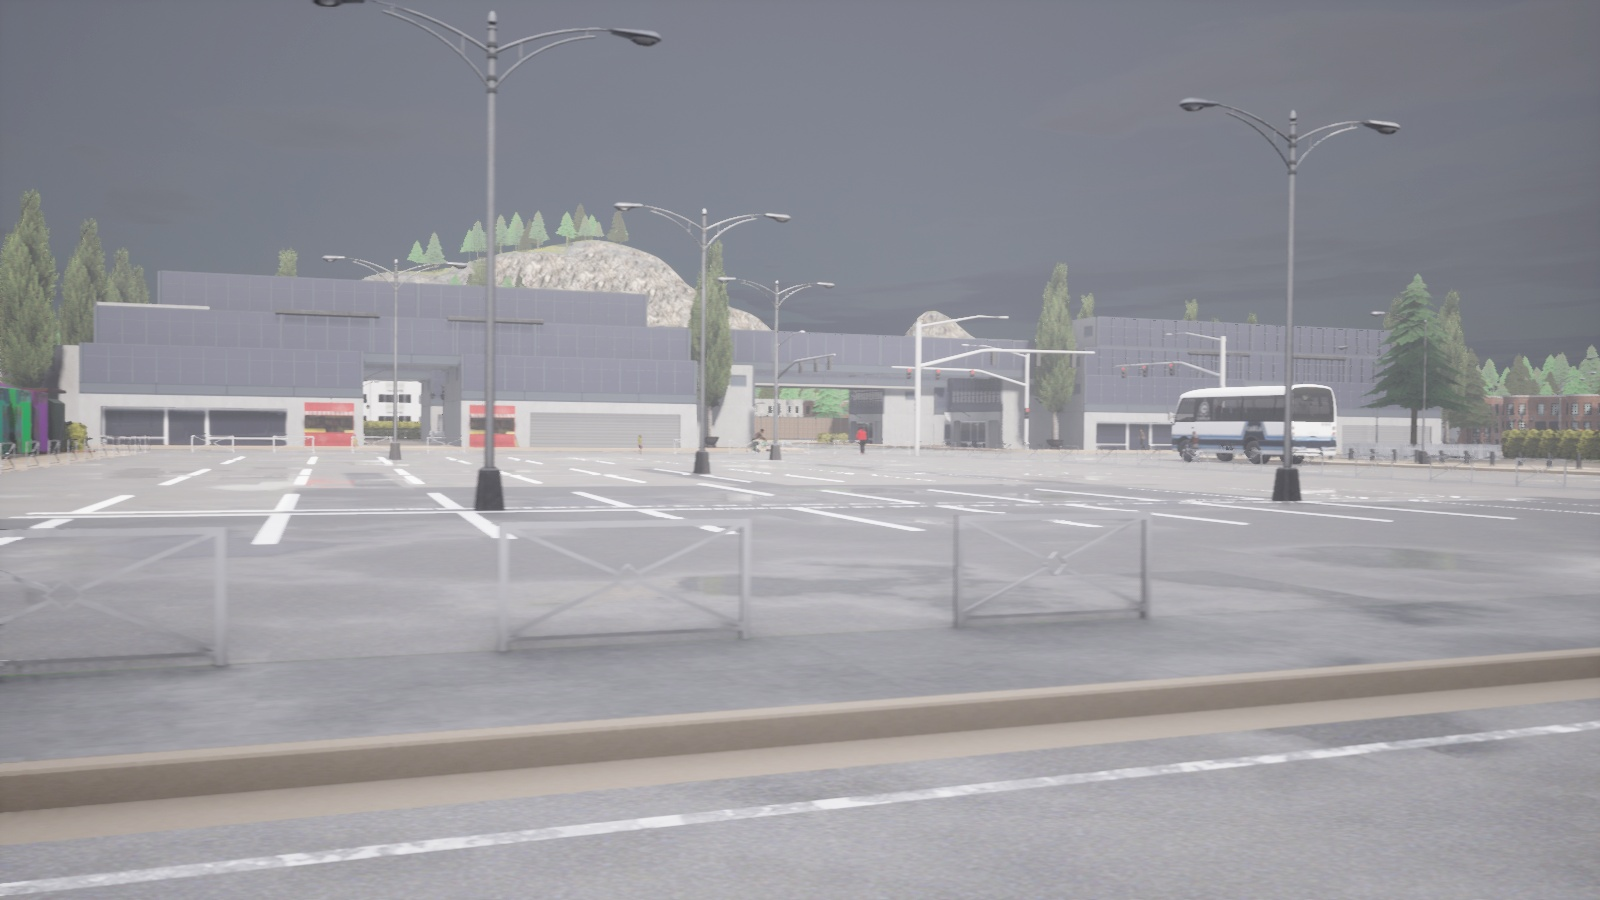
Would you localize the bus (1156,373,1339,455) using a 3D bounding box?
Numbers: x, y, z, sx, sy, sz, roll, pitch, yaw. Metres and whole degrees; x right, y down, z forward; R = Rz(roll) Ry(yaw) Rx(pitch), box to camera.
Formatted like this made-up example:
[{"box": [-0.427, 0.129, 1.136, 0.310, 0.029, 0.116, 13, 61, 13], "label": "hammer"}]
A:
[{"box": [24.764, -1.935, 70.313, 3.944, 4.253, 10.273, -1, 1, -21], "label": "bus"}]

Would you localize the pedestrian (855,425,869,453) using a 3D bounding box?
[{"box": [4.020, -0.712, 81.329, 0.634, 1.844, 0.899, -1, 1, -17], "label": "pedestrian"}]
